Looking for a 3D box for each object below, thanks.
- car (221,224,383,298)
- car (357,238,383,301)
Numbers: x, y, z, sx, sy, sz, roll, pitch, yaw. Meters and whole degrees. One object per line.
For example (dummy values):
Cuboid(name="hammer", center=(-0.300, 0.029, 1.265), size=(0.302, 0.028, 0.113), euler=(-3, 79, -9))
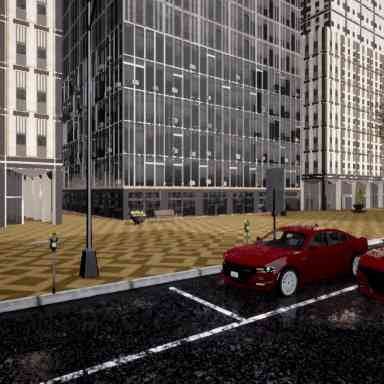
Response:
Cuboid(name="car", center=(2.751, 1.545, 8.528), size=(4.507, 1.381, 1.887), euler=(0, 0, -36))
Cuboid(name="car", center=(5.631, 1.479, 7.399), size=(5.008, 1.535, 1.882), euler=(0, 0, -36))
